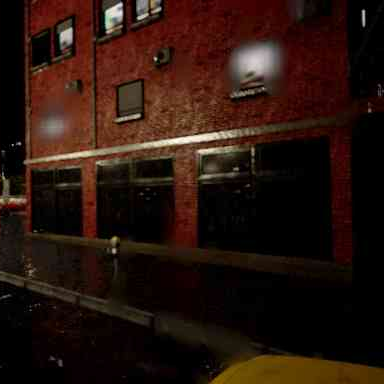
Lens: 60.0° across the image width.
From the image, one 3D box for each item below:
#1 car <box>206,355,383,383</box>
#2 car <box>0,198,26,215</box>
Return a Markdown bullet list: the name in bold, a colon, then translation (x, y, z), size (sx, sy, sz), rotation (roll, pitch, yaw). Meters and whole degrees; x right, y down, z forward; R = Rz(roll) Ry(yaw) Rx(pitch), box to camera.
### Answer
- **car**: translation (2.009, 1.524, 1.460), size (4.829, 1.417, 1.752), rotation (0, -1, 35)
- **car**: translation (-18.632, 1.561, 36.574), size (2.192, 1.841, 5.009), rotation (-2, -1, 36)
